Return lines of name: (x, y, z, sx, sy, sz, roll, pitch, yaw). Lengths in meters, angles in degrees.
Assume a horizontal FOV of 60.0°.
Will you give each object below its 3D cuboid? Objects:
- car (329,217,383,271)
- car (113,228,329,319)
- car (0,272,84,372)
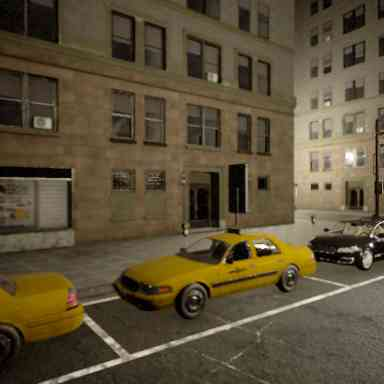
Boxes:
car: (5.497, 1.510, 10.691, 4.403, 1.369, 2.008, 0, 0, -36)
car: (0.746, 1.508, 7.299, 4.829, 1.417, 1.752, 0, 0, -36)
car: (-3.868, 1.529, 4.005, 4.829, 1.417, 1.752, 0, 0, -36)
